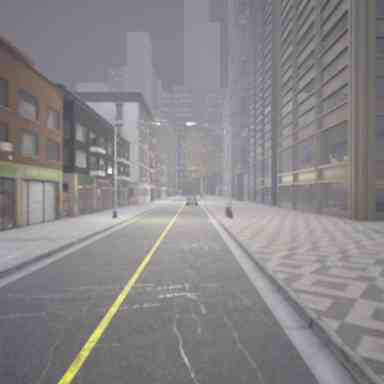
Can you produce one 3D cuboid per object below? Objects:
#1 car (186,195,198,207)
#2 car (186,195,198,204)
[{"bbox_3d":[-0.008,1.606,53.513,1.994,1.385,4.181,0,0,0],"label":"car"},{"bbox_3d":[-0.009,1.405,63.524,2.097,1.767,4.553,0,0,0],"label":"car"}]
